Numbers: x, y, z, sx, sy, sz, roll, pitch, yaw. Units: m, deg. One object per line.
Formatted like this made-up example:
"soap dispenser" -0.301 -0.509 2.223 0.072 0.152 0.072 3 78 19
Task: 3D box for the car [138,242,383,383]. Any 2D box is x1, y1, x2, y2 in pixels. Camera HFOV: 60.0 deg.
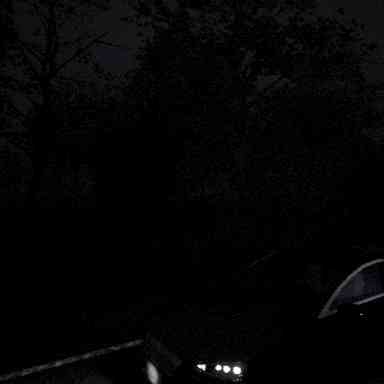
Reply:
"car" 1.739 1.498 4.451 4.902 1.511 2.128 0 0 -31
